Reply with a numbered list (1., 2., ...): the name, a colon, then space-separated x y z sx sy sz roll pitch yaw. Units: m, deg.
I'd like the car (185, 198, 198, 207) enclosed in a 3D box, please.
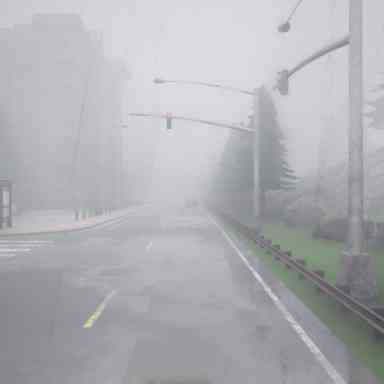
1. car: -0.039 1.563 50.677 1.994 1.385 4.181 0 0 0
